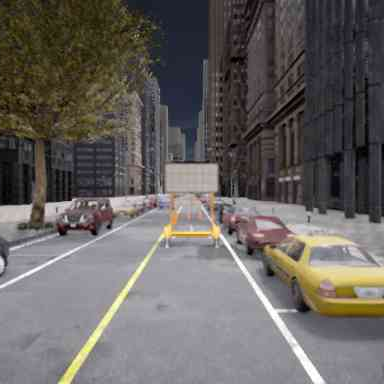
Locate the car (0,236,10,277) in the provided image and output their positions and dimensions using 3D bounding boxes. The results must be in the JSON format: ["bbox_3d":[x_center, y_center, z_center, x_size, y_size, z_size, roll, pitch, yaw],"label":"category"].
[{"bbox_3d":[-5.765,1.543,7.298,2.008,1.369,4.403,0,0,0],"label":"car"}]

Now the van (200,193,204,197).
[{"bbox_3d":[2.747,1.299,58.407,1.690,1.788,3.998,0,0,0],"label":"van"}]

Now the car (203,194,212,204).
[{"bbox_3d":[2.751,1.407,41.373,1.967,1.590,4.097,0,0,0],"label":"car"}]

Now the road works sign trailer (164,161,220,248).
[{"bbox_3d":[-0.004,0.450,14.717,2.380,3.560,2.880,0,0,0],"label":"road works sign trailer"}]

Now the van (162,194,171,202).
[{"bbox_3d":[-5.782,1.293,75.428,1.690,1.788,3.998,0,0,0],"label":"van"}]

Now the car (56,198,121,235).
[{"bbox_3d":[-5.768,1.297,18.653,2.192,1.841,5.009,0,0,0],"label":"car"}]

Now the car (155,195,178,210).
[{"bbox_3d":[-3.099,1.492,41.456,1.812,1.442,4.674,0,0,0],"label":"car"}]

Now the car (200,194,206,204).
[{"bbox_3d":[2.749,1.511,52.729,2.008,1.369,4.403,0,0,0],"label":"car"}]

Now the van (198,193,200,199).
[{"bbox_3d":[2.745,1.294,69.762,1.690,1.788,3.998,0,0,0],"label":"van"}]

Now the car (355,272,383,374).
[{"bbox_3d":[2.761,1.580,1.630,1.802,1.307,4.206,0,0,0],"label":"car"}]

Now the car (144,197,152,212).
[{"bbox_3d":[-5.772,1.552,35.686,1.802,1.307,4.206,0,0,0],"label":"car"}]

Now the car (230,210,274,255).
[{"bbox_3d":[2.758,1.569,12.986,1.802,1.307,4.206,0,0,0],"label":"car"}]

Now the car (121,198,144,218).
[{"bbox_3d":[-5.771,1.499,29.838,1.752,1.417,4.829,0,0,0],"label":"car"}]

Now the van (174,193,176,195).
[{"bbox_3d":[-5.784,1.290,86.782,1.690,1.788,3.998,0,0,0],"label":"van"}]

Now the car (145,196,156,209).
[{"bbox_3d":[-5.773,1.549,41.363,1.802,1.307,4.206,0,0,0],"label":"car"}]

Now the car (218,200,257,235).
[{"bbox_3d":[2.757,1.422,18.663,1.967,1.590,4.097,0,0,0],"label":"car"}]

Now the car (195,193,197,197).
[{"bbox_3d":[2.740,1.263,92.472,2.192,1.841,5.009,0,0,0],"label":"car"}]

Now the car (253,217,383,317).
[{"bbox_3d":[2.760,1.517,7.478,1.752,1.417,4.829,0,0,0],"label":"car"}]

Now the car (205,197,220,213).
[{"bbox_3d":[2.753,1.521,35.696,2.008,1.369,4.403,0,0,0],"label":"car"}]

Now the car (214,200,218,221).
[{"bbox_3d":[2.756,1.544,24.341,1.947,1.339,4.313,0,0,0],"label":"car"}]

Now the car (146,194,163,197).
[{"bbox_3d":[-5.775,1.278,47.040,2.192,1.841,5.009,0,0,0],"label":"car"}]
